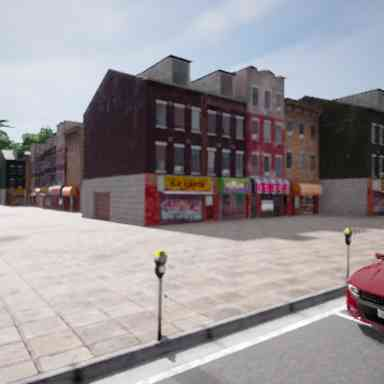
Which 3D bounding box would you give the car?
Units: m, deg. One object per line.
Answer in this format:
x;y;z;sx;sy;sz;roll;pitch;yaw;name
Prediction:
4.643;1.556;6.172;4.507;1.381;1.887;0;0;-36;car
